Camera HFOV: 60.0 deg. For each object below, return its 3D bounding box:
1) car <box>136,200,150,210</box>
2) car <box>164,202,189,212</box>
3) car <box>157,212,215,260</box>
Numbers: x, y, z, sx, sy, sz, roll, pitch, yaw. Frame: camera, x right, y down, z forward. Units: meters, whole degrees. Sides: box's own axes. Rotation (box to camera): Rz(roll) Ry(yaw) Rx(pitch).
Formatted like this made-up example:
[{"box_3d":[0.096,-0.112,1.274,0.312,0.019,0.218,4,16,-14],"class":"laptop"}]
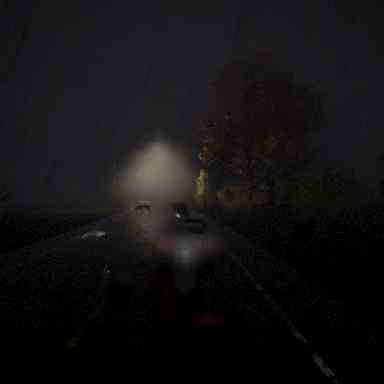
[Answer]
[{"box_3d":[-7.375,1.901,50.286,2.033,1.411,5.357,0,-1,-8],"class":"car"},{"box_3d":[-1.307,1.683,29.298,1.837,1.490,4.892,0,0,-5],"class":"car"},{"box_3d":[-0.263,1.673,12.728,1.895,1.301,4.718,0,0,-2],"class":"car"}]
